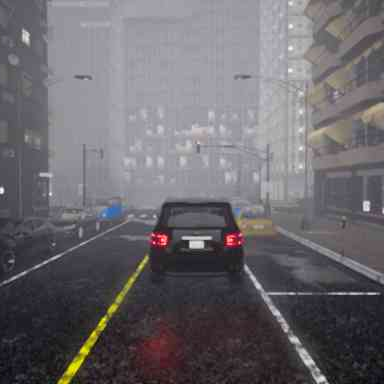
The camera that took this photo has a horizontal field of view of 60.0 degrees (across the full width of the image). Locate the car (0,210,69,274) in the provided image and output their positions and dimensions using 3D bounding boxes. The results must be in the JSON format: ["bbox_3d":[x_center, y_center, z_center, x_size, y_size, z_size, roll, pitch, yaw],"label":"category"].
[{"bbox_3d":[-5.666,1.464,10.188,1.947,1.339,4.313,-1,1,0],"label":"car"}]

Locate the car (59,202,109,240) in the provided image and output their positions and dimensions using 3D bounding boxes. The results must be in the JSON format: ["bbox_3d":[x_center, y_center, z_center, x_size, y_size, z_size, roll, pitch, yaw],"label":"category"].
[{"bbox_3d":[-5.647,1.394,15.790,2.008,1.369,4.403,-1,1,0],"label":"car"}]

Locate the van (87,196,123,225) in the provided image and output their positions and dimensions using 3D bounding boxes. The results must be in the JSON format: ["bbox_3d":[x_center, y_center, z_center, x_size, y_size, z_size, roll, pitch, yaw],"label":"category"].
[{"bbox_3d":[-5.631,1.129,21.389,1.690,1.788,3.998,-1,1,0],"label":"van"}]

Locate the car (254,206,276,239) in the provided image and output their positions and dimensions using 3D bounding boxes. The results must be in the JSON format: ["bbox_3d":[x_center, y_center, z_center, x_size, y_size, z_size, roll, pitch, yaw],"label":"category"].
[{"bbox_3d":[2.734,1.366,15.902,1.752,1.417,4.829,-1,1,0],"label":"car"}]

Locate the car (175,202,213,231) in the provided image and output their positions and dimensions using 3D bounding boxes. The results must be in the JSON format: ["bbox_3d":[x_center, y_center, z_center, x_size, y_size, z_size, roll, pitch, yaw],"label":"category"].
[{"bbox_3d":[0.133,1.368,19.681,1.994,1.385,4.181,0,1,1],"label":"car"}]

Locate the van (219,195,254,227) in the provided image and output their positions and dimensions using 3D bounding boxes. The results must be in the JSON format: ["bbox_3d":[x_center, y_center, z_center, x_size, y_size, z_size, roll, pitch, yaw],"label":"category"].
[{"bbox_3d":[2.749,1.128,21.332,1.690,1.788,3.998,-1,1,0],"label":"van"}]

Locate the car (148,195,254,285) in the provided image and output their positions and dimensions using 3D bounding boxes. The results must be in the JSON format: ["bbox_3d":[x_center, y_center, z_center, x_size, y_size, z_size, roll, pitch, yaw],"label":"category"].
[{"bbox_3d":[0.110,1.127,9.383,2.150,2.045,5.566,0,1,0],"label":"car"}]

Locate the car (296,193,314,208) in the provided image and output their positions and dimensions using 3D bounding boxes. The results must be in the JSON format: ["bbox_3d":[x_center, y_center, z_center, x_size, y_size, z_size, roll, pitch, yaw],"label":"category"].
[{"bbox_3d":[15.376,0.940,40.619,5.009,1.841,2.192,0,1,1],"label":"car"}]
